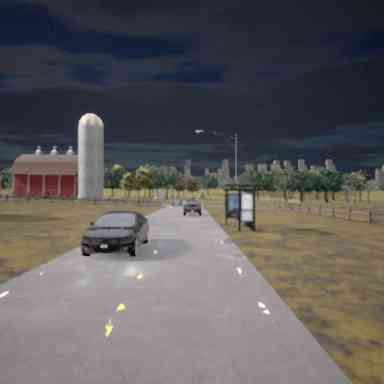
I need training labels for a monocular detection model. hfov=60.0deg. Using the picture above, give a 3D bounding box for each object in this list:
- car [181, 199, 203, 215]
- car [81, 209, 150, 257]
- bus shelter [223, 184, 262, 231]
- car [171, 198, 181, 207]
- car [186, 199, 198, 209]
[{"bbox_3d":[0.057,1.652,35.306,1.837,1.490,4.892,0,0,0],"label":"car"},{"bbox_3d":[-2.847,1.488,13.244,1.882,1.535,5.008,0,0,0],"label":"car"},{"bbox_3d":[3.131,0.921,21.389,1.920,2.740,3.880,0,0,0],"label":"bus shelter"},{"bbox_3d":[-2.739,1.927,61.096,2.128,1.511,4.902,0,-1,0],"label":"car"},{"bbox_3d":[0.045,1.814,50.717,1.812,1.442,4.674,0,-1,1],"label":"car"}]
